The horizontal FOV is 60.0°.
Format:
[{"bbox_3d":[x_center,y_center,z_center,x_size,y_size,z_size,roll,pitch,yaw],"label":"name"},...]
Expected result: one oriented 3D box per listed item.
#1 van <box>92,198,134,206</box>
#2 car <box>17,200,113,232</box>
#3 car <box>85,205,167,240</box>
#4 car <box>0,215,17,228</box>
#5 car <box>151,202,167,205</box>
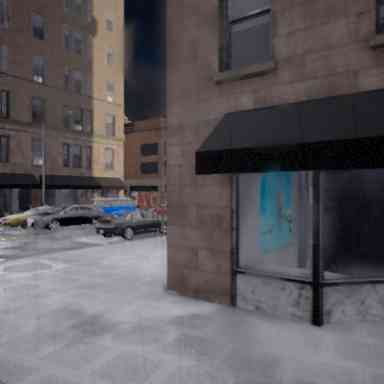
[{"bbox_3d":[-6.417,1.370,26.573,1.690,1.788,3.998,0,0,36],"label":"van"},{"bbox_3d":[-7.643,1.516,20.530,2.128,1.511,4.902,0,0,36],"label":"car"},{"bbox_3d":[-2.855,1.578,16.985,2.008,1.369,4.403,0,0,36],"label":"car"},{"bbox_3d":[-9.856,1.553,21.854,1.752,1.417,4.829,0,0,36],"label":"car"},{"bbox_3d":[-3.077,1.610,31.156,1.802,1.307,4.206,0,0,36],"label":"car"}]
